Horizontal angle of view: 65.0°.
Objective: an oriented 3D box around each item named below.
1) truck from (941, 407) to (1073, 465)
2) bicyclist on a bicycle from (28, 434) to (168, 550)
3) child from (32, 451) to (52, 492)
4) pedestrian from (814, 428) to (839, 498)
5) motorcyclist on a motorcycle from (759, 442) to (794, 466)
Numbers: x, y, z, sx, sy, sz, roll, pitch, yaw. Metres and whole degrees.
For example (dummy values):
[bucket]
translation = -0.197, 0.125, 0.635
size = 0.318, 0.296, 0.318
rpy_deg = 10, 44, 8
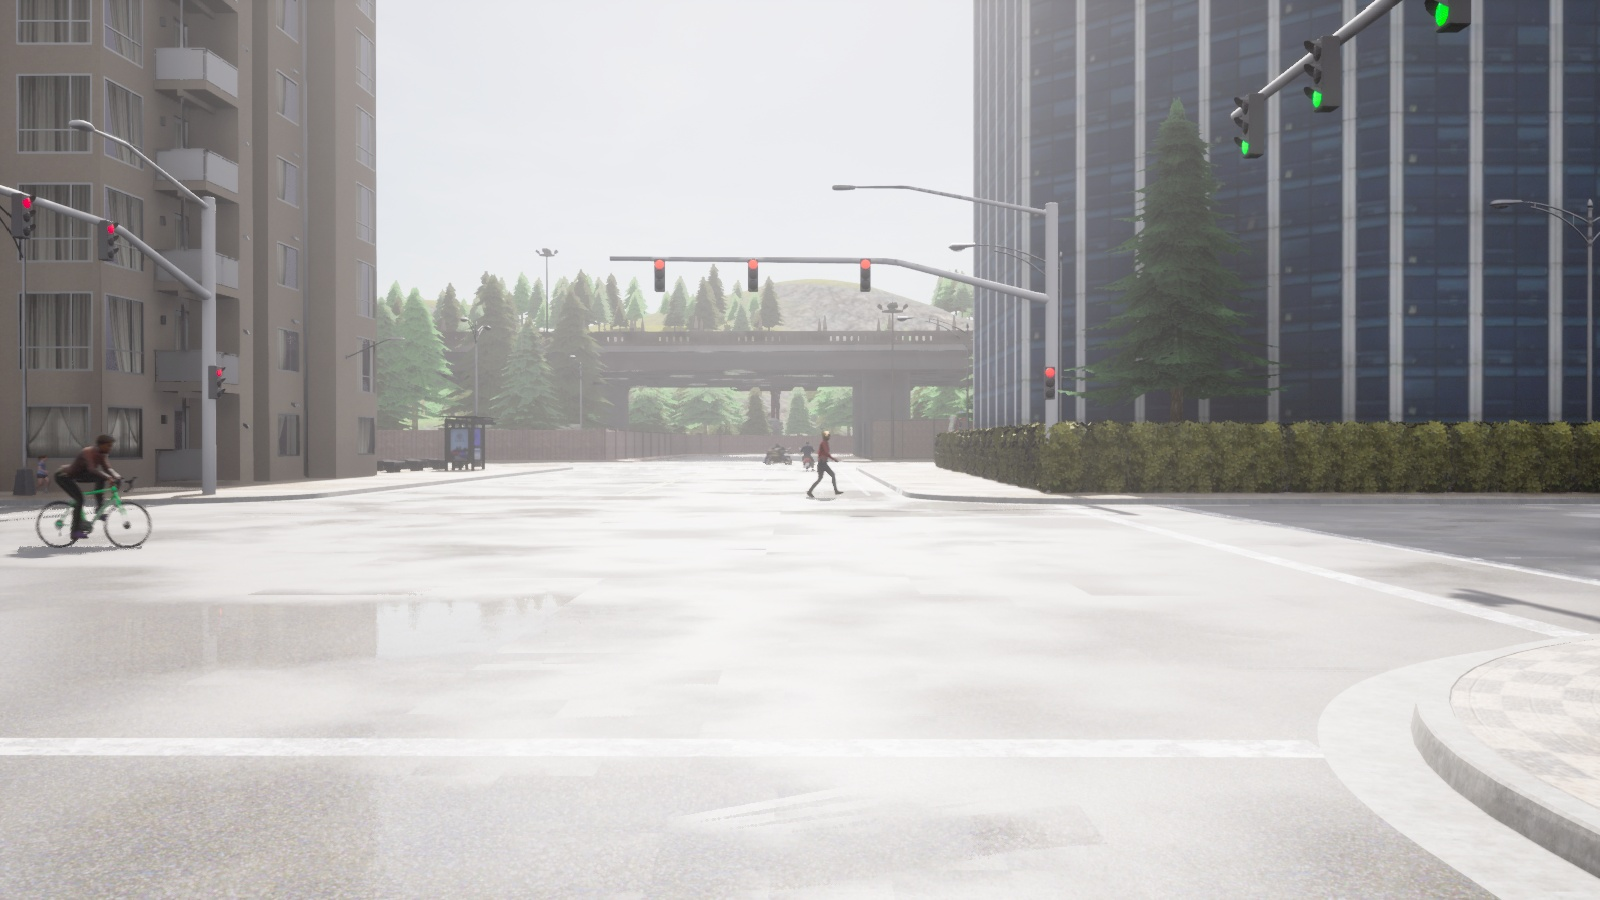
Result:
[truck]
translation = 14.018, -0.944, 85.445
size = 8.468, 3.827, 2.891
rpy_deg = 0, 0, 0
[bicyclist on a bicycle]
translation = -9.982, 0.590, 17.886
size = 1.656, 1.620, 0.582
rpy_deg = 0, 0, 0
[child]
translation = -20.490, 0.577, 33.949
size = 0.394, 1.110, 0.255
rpy_deg = 0, 0, -1
[pedestrian]
translation = 0.724, 0.346, 33.642
size = 0.636, 1.846, 0.331
rpy_deg = 0, 0, 7
[motorcyclist on a motorcycle]
translation = -1.508, 0.269, 81.878
size = 2.191, 1.530, 0.866
rpy_deg = 0, 1, -37
